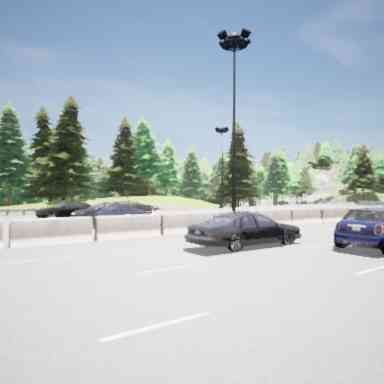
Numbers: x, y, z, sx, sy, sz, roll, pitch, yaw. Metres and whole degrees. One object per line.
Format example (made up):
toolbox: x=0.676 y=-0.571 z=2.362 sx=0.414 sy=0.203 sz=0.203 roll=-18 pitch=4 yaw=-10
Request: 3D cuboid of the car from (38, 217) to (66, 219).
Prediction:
car: x=-9.935 y=1.485 z=26.973 sx=5.008 sy=1.535 sz=1.882 roll=0 pitch=0 yaw=-35

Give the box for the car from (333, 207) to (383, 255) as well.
car: x=7.878 y=1.410 z=13.660 sx=4.553 sy=1.767 sz=2.097 roll=0 pitch=0 yaw=-35

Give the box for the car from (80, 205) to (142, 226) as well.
car: x=-4.973 y=1.584 z=21.910 sx=4.181 sy=1.385 sz=1.994 roll=0 pitch=0 yaw=-35

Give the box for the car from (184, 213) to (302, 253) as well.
car: x=2.263 y=1.583 z=13.983 sx=5.357 sy=1.411 sz=2.033 roll=0 pitch=0 yaw=-35
